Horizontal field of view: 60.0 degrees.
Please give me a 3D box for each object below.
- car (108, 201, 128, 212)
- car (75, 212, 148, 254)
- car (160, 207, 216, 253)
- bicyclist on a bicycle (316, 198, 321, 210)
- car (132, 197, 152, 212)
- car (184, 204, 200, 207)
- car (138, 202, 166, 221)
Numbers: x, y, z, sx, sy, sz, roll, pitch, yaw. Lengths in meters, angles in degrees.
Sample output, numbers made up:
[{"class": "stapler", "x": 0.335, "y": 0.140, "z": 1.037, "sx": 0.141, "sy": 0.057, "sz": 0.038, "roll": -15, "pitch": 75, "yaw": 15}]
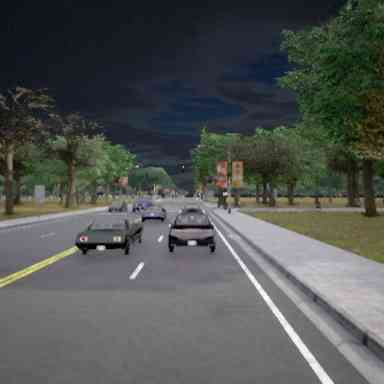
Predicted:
[{"class": "car", "x": -9.746, "y": 1.938, "z": 44.031, "sx": 1.837, "sy": 1.490, "sz": 4.892, "roll": 0, "pitch": -1, "yaw": 0}, {"class": "car", "x": -3.246, "y": 1.733, "z": 14.106, "sx": 1.895, "sy": 1.301, "sz": 4.718, "roll": 0, "pitch": 0, "yaw": 0}, {"class": "car", "x": 0.007, "y": 1.627, "z": 14.290, "sx": 2.128, "sy": 1.511, "sz": 4.902, "roll": 0, "pitch": 0, "yaw": 0}, {"class": "bicyclist on a bicycle", "x": 18.135, "y": 1.743, "z": 47.821, "sx": 0.582, "sy": 1.620, "sz": 1.656, "roll": 0, "pitch": -1, "yaw": 0}, {"class": "car", "x": -6.494, "y": 1.634, "z": 44.294, "sx": 2.150, "sy": 2.045, "sz": 5.566, "roll": 0, "pitch": -1, "yaw": 0}, {"class": "car", "x": 0.009, "y": 1.785, "z": 29.295, "sx": 1.837, "sy": 1.490, "sz": 4.892, "roll": 0, "pitch": 0, "yaw": 0}, {"class": "car", "x": -3.241, "y": 1.842, "z": 29.289, "sx": 1.994, "sy": 1.385, "sz": 4.181, "roll": 0, "pitch": -1, "yaw": 0}]
